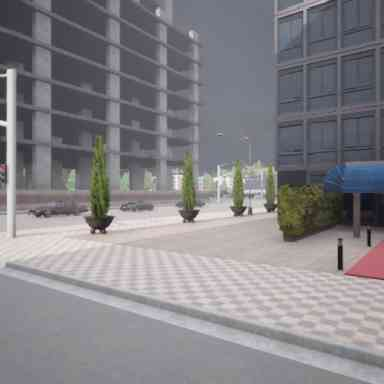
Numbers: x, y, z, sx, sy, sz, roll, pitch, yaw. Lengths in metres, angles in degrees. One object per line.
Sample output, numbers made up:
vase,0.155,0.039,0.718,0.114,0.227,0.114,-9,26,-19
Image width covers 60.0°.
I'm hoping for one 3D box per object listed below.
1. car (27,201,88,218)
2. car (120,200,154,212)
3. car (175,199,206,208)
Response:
car,-12.286,1.558,30.892,2.033,1.411,5.357,0,0,36
car,-6.409,1.575,38.945,1.994,1.385,4.181,0,0,37
car,-0.156,1.558,47.524,2.033,1.411,5.357,0,0,36
